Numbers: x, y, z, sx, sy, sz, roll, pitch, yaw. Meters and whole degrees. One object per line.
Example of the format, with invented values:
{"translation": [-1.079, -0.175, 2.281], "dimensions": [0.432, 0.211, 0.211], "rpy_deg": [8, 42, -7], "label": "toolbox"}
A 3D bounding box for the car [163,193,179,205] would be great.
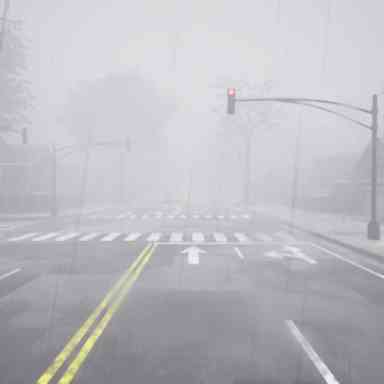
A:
{"translation": [-3.091, 0.922, 49.011], "dimensions": [2.097, 1.767, 4.553], "rpy_deg": [0, 0, 0], "label": "car"}
